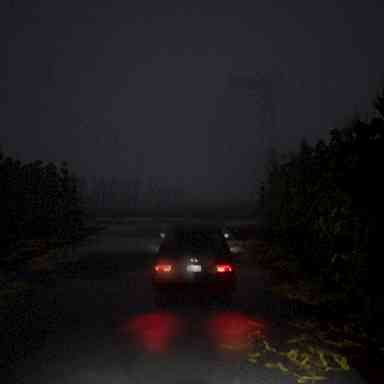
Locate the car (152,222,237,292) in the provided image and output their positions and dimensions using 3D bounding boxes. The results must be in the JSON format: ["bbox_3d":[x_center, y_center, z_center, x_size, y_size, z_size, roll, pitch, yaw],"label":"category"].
[{"bbox_3d":[0.070,1.531,8.987,2.033,1.411,5.357,0,0,1],"label":"car"}]
